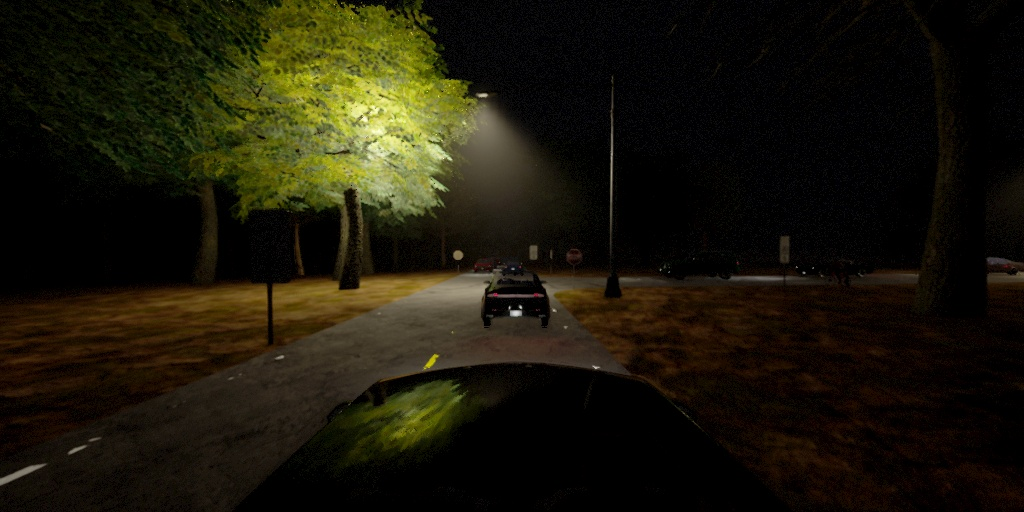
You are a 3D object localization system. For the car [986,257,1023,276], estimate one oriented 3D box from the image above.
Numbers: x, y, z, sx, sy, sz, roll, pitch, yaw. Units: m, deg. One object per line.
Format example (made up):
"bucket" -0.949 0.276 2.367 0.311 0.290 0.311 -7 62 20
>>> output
"car" 36.230 0.751 27.630 5.357 1.411 2.033 0 1 -5

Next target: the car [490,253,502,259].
"car" -3.015 0.579 62.940 2.150 2.045 5.566 0 1 0

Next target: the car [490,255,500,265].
"car" -3.092 1.003 49.613 1.812 1.442 4.674 0 0 0

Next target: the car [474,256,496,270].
"car" -3.083 1.022 39.609 1.882 1.535 5.008 0 0 0

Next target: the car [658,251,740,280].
"car" 13.965 0.666 26.949 5.566 2.045 2.150 -1 1 1

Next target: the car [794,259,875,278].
"car" 24.082 0.915 26.928 4.718 1.301 1.895 -1 1 -1

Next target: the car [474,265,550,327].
"car" 0.099 1.203 11.370 2.128 1.511 4.902 0 0 0

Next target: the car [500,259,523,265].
"car" 0.099 1.143 35.165 1.994 1.385 4.181 0 0 0

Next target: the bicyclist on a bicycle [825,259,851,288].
"bicyclist on a bicycle" 18.546 0.973 20.429 0.582 1.620 1.656 -1 0 0
